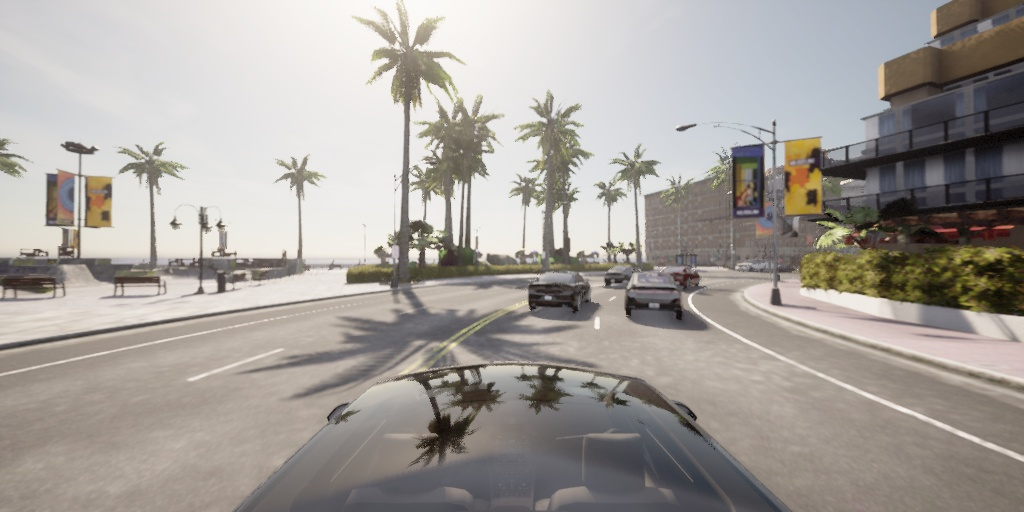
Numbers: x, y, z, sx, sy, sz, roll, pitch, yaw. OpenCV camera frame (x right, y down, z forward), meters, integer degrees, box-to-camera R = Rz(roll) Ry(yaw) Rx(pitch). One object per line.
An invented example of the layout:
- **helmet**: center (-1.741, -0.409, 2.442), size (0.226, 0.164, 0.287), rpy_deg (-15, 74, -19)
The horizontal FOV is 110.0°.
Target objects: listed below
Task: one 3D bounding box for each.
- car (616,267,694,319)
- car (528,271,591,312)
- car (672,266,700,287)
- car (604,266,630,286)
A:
- **car**: center (5.249, 1.360, 13.530), size (2.128, 1.511, 4.902), rpy_deg (0, 0, 19)
- **car**: center (2.138, 1.361, 15.157), size (1.882, 1.535, 5.008), rpy_deg (0, 0, 20)
- **car**: center (11.924, 1.464, 25.547), size (1.882, 1.535, 5.008), rpy_deg (-1, -1, 40)
- **car**: center (8.602, 1.508, 27.029), size (1.837, 1.490, 4.892), rpy_deg (-1, 0, 39)
